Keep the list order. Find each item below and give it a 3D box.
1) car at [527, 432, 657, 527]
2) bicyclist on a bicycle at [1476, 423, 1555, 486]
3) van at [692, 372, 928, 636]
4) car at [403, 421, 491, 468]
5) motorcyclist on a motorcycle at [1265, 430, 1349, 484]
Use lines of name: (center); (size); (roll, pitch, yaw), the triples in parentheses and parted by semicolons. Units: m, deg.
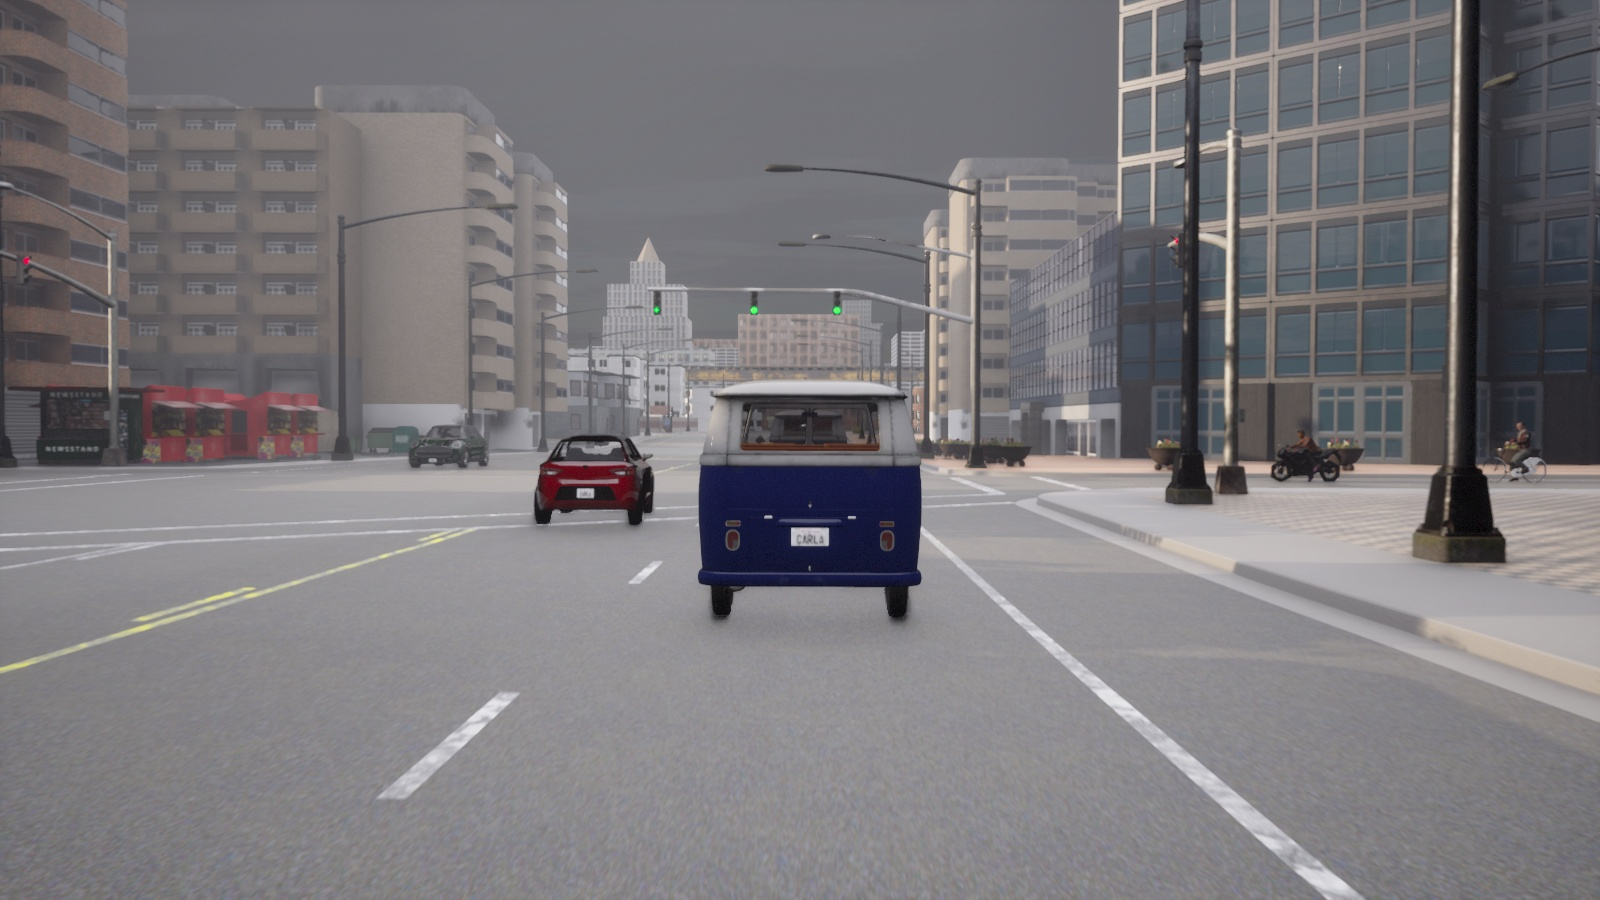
car: (-3.521, 0.442, 21.919); (1.816, 1.474, 4.193); (0, 1, -3)
bicyclist on a bicycle: (20.439, 0.117, 35.883); (1.843, 1.776, 0.659); (1, 1, 1)
van: (0.088, 0.369, 11.734); (1.775, 1.987, 4.442); (0, 1, 0)
car: (-13.697, -0.234, 48.999); (2.097, 1.767, 4.553); (0, 1, 0)
motorcyclist on a motorcycle: (14.506, 0.199, 35.966); (2.044, 1.523, 0.797); (0, 1, 1)
